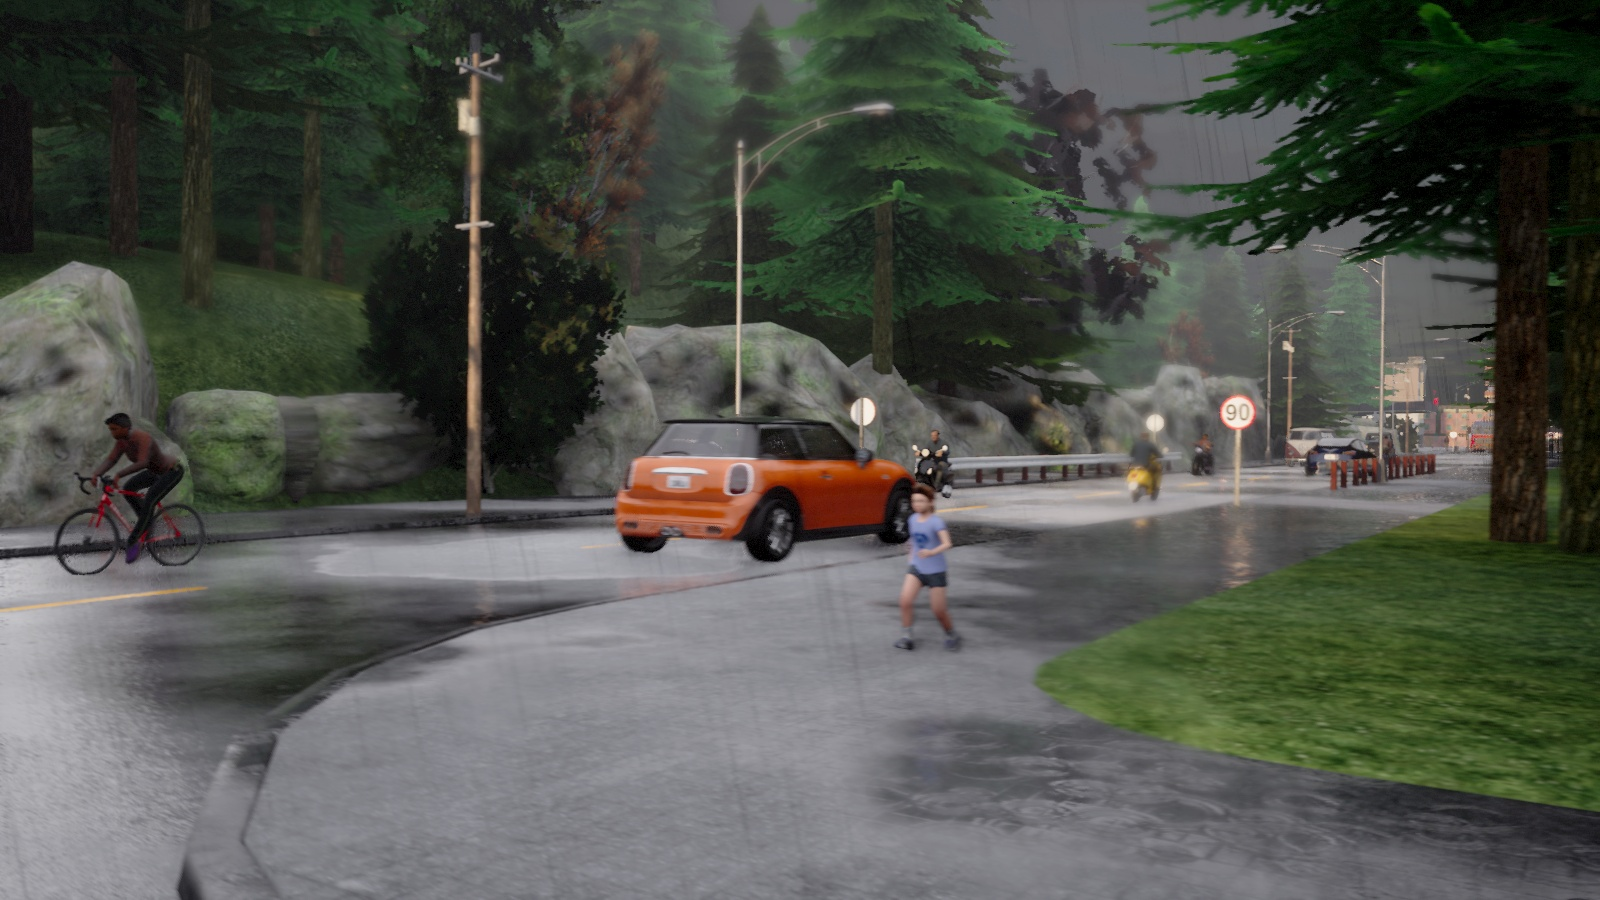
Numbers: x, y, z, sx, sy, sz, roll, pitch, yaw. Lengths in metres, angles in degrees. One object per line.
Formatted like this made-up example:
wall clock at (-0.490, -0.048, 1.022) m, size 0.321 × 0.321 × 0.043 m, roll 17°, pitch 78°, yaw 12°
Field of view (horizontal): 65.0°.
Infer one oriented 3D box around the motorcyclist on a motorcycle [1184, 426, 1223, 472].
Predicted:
motorcyclist on a motorcycle at (14.964, -0.069, 46.515) m, size 0.766 × 1.649 × 2.350 m, roll 0°, pitch 1°, yaw 33°

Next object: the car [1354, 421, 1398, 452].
car at (36.119, -0.838, 78.680) m, size 1.905 × 1.878 × 3.866 m, roll 0°, pitch 1°, yaw 33°

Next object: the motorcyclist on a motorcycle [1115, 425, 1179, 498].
motorcyclist on a motorcycle at (7.818, 0.241, 28.236) m, size 0.866 × 1.590 × 1.817 m, roll 0°, pitch 1°, yaw 33°

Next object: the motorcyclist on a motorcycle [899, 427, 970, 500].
motorcyclist on a motorcycle at (3.040, 0.283, 28.233) m, size 0.866 × 1.590 × 1.817 m, roll 0°, pitch 1°, yaw 33°

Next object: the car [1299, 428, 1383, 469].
car at (20.790, -0.092, 48.114) m, size 2.163 × 1.488 × 4.792 m, roll 0°, pitch 1°, yaw 33°

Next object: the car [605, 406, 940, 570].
car at (-0.167, 0.379, 16.016) m, size 2.097 × 1.767 × 4.553 m, roll 0°, pitch 1°, yaw 32°

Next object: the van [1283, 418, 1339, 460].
van at (25.472, -0.572, 62.510) m, size 1.775 × 1.987 × 4.442 m, roll 0°, pitch 1°, yaw 33°

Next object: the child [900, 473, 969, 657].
child at (0.851, 0.708, 7.925) m, size 0.255 × 1.110 × 0.394 m, roll 0°, pitch 1°, yaw 37°

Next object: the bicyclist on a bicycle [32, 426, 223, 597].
bicyclist on a bicycle at (-6.822, 0.574, 12.827) m, size 0.582 × 1.620 × 1.656 m, roll 1°, pitch 2°, yaw 28°
